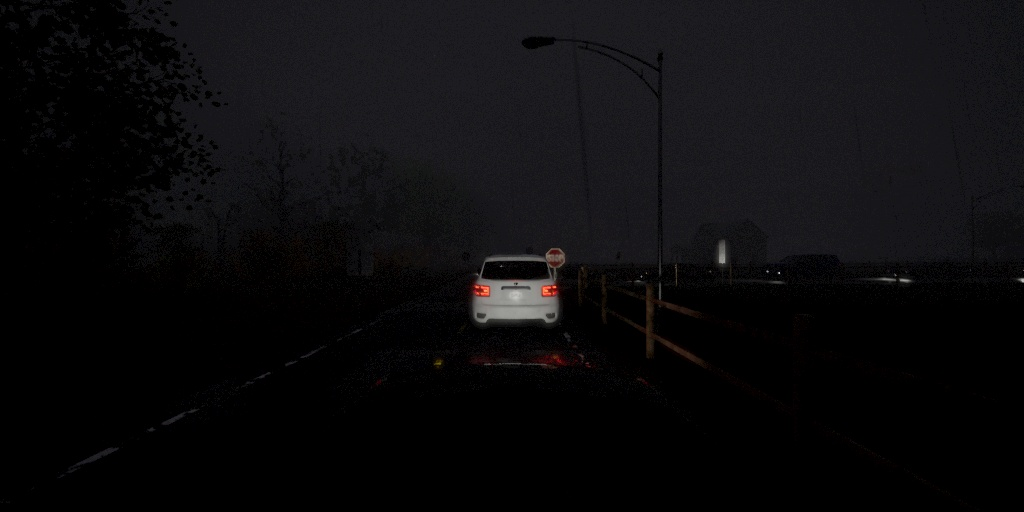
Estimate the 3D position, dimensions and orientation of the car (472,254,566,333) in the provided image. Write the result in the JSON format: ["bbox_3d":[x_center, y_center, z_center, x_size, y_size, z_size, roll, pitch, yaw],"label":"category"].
[{"bbox_3d":[0.098,0.971,10.831,2.150,2.045,5.566,0,0,0],"label":"car"}]

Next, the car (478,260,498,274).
[{"bbox_3d":[-2.837,1.276,43.119,2.033,1.411,5.357,0,0,0],"label":"car"}]

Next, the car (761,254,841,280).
[{"bbox_3d":[23.221,0.873,28.768,5.566,2.045,2.150,0,0,-1],"label":"car"}]

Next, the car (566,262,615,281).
[{"bbox_3d":[5.046,1.205,26.401,4.902,1.511,2.128,0,0,23],"label":"car"}]

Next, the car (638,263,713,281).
[{"bbox_3d":[12.993,1.243,28.620,5.357,1.411,2.033,0,0,0],"label":"car"}]

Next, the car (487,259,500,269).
[{"bbox_3d":[-2.823,1.236,55.207,1.812,1.442,4.674,0,0,0],"label":"car"}]

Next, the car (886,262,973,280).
[{"bbox_3d":[33.647,1.153,28.930,5.357,1.411,2.033,0,0,0],"label":"car"}]

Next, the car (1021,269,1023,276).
[{"bbox_3d":[44.490,1.080,29.069,4.674,1.442,1.812,0,0,0],"label":"car"}]
